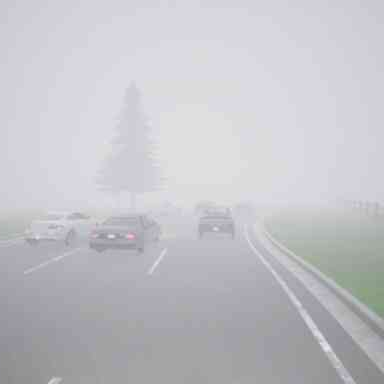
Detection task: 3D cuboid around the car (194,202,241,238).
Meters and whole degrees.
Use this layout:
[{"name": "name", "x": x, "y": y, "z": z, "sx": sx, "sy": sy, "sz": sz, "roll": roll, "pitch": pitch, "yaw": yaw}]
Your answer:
[{"name": "car", "x": 1.442, "y": 1.545, "z": 18.128, "sx": 2.128, "sy": 1.511, "sz": 4.902, "roll": 0, "pitch": 0, "yaw": 7}]

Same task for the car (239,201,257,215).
[{"name": "car", "x": 5.565, "y": 1.631, "z": 34.717, "sx": 1.812, "sy": 1.442, "sz": 4.674, "roll": 0, "pitch": 0, "yaw": 19}]

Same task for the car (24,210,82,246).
[{"name": "car", "x": -5.898, "y": 1.565, "z": 15.512, "sx": 1.812, "sy": 1.442, "sz": 4.674, "roll": 0, "pitch": 0, "yaw": 5}]

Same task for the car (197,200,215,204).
[{"name": "car", "x": 1.611, "y": 1.604, "z": 33.921, "sx": 1.837, "sy": 1.490, "sz": 4.892, "roll": 0, "pitch": 0, "yaw": 18}]

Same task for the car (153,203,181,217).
[{"name": "car", "x": -2.555, "y": 1.692, "z": 32.490, "sx": 1.895, "sy": 1.301, "sz": 4.718, "roll": 0, "pitch": 0, "yaw": 17}]

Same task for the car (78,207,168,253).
[{"name": "car", "x": -2.562, "y": 1.585, "z": 13.958, "sx": 2.033, "sy": 1.411, "sz": 5.357, "roll": 0, "pitch": 0, "yaw": 5}]
